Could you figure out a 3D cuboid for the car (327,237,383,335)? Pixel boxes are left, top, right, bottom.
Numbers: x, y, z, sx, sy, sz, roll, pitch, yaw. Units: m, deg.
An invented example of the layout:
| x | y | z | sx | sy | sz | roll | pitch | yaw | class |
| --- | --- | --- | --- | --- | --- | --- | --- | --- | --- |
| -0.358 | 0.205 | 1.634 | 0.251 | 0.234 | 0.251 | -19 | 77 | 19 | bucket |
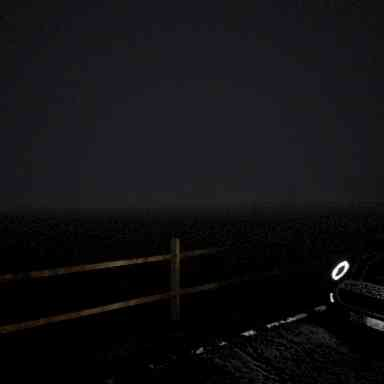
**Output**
| x | y | z | sx | sy | sz | roll | pitch | yaw | class |
| --- | --- | --- | --- | --- | --- | --- | --- | --- | --- |
| 4.541 | 1.351 | 6.181 | 4.553 | 1.767 | 2.097 | 0 | 0 | -35 | car |
